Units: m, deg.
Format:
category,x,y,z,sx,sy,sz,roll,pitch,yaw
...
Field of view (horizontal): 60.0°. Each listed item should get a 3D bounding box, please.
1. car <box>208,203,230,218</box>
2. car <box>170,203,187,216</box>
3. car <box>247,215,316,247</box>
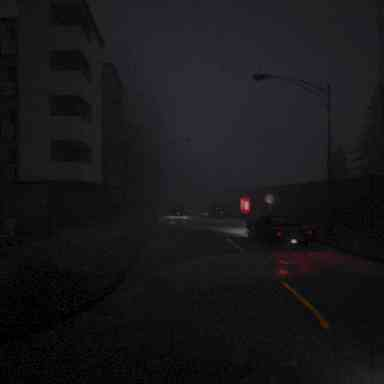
category,x,y,z,sx,sy,sz,roll,pitch,yaw
car,2.822,1.871,35.107,2.128,1.511,4.902,0,-1,-3
car,-1.595,2.002,38.841,2.033,1.411,5.357,0,-1,-3
car,4.013,1.754,15.887,1.895,1.301,4.718,0,-1,-5
